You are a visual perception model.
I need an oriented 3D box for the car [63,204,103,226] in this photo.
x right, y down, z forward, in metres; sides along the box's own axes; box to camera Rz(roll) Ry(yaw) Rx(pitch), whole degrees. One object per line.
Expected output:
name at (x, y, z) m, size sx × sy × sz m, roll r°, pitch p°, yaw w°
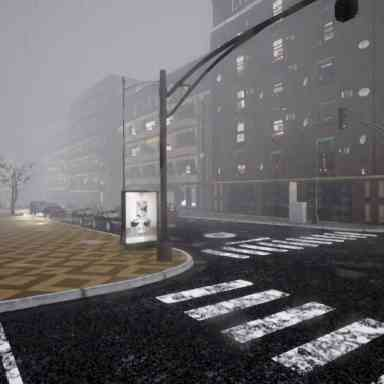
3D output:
car at (-8.840, 1.968, 27.617) m, size 2.008 × 1.369 × 4.403 m, roll -2°, pitch 0°, yaw -36°

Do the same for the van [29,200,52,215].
van at (-19.834, 2.034, 42.982) m, size 1.690 × 1.788 × 3.998 m, roll -2°, pitch 0°, yaw -36°

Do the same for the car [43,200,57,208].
car at (-31.326, 2.526, 73.216) m, size 1.967 × 1.590 × 4.097 m, roll -2°, pitch 0°, yaw -36°

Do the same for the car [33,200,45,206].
car at (-37.851, 2.796, 82.241) m, size 1.887 × 1.381 × 4.507 m, roll -2°, pitch 0°, yaw -36°

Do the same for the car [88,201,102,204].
car at (-15.001, 2.118, 50.657) m, size 1.967 × 1.590 × 4.097 m, roll -2°, pitch 0°, yaw -36°

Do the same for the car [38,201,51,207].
car at (-34.586, 2.734, 77.728) m, size 1.947 × 1.339 × 4.313 m, roll -2°, pitch 0°, yaw -36°

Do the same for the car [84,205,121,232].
car at (-5.576, 1.887, 23.105) m, size 2.008 × 1.369 × 4.403 m, roll -2°, pitch 0°, yaw -36°

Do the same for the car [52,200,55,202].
car at (-25.375, 2.469, 60.589) m, size 1.994 × 1.385 × 4.181 m, roll -1°, pitch -1°, yaw -36°

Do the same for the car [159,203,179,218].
car at (-3.154, 1.823, 34.492) m, size 1.967 × 1.590 × 4.097 m, roll -2°, pitch 0°, yaw -36°

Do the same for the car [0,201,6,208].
car at (-44.641, 2.861, 77.329) m, size 1.887 × 1.381 × 4.507 m, roll -2°, pitch 0°, yaw -36°

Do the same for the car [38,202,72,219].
car at (-14.916, 2.114, 36.094) m, size 1.887 × 1.381 × 4.507 m, roll -2°, pitch 0°, yaw -36°

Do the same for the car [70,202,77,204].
car at (-21.530, 2.423, 59.679) m, size 1.802 × 1.307 × 4.206 m, roll -2°, pitch 0°, yaw -36°

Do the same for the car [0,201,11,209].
car at (-38.113, 2.702, 68.305) m, size 2.008 × 1.369 × 4.403 m, roll -2°, pitch 0°, yaw -36°
